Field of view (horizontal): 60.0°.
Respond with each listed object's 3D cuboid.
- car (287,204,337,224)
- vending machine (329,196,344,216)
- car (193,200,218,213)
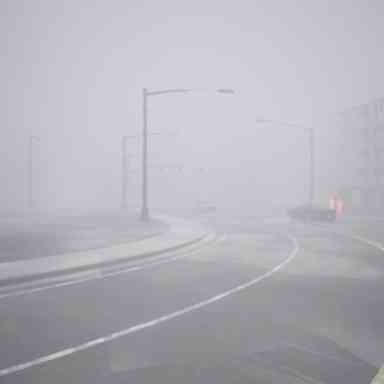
[{"bbox_3d":[9.606,1.686,27.144,1.882,1.535,5.008,0,0,-13],"label":"car"},{"bbox_3d":[15.074,1.468,34.787,1.100,2.100,0.880,0,0,-17],"label":"vending machine"},{"bbox_3d":[1.579,1.768,41.209,1.882,1.535,5.008,0,-1,-17],"label":"car"}]
